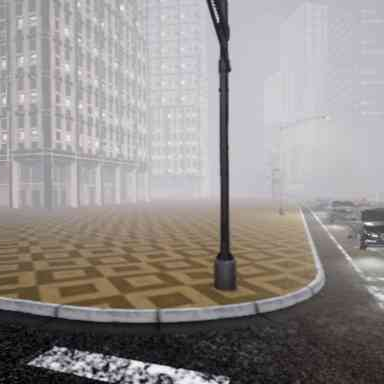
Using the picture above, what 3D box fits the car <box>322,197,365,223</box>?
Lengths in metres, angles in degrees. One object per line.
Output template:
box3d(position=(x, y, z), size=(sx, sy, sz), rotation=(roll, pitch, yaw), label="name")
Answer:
box3d(position=(10.502, 1.286, 23.379), size=(1.837, 1.490, 4.892), rotation=(0, 1, 17), label="car")

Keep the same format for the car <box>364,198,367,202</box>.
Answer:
box3d(position=(17.097, 1.244, 34.046), size=(1.895, 1.301, 4.718), rotation=(0, 1, 16), label="car")

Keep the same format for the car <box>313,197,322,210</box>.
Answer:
box3d(position=(14.325, 1.244, 36.103), size=(1.895, 1.301, 4.718), rotation=(0, 1, 16), label="car")

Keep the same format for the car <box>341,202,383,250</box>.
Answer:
box3d(position=(7.518, 1.391, 13.552), size=(1.837, 1.490, 4.892), rotation=(0, 0, 17), label="car")

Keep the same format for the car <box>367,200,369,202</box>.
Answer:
box3d(position=(13.555, 1.318, 22.246), size=(2.033, 1.411, 5.357), rotation=(0, 1, 17), label="car")
